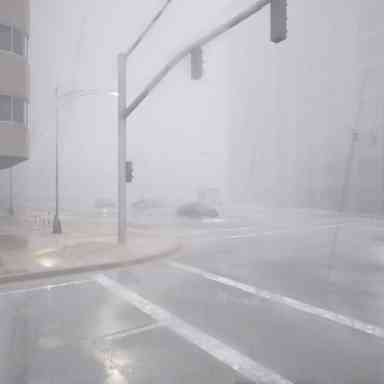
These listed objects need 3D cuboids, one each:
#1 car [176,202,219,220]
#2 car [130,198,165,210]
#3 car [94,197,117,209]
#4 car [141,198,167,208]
[{"bbox_3d":[0.399,1.564,28.589,1.994,1.385,4.181,0,0,-36],"label":"car"},{"bbox_3d":[-6.227,1.547,43.940,2.033,1.411,5.357,0,0,-36],"label":"car"},{"bbox_3d":[-11.947,1.508,45.643,1.837,1.490,4.892,0,0,-36],"label":"car"},{"bbox_3d":[-5.708,1.564,49.159,1.994,1.385,4.181,0,0,-36],"label":"car"}]
